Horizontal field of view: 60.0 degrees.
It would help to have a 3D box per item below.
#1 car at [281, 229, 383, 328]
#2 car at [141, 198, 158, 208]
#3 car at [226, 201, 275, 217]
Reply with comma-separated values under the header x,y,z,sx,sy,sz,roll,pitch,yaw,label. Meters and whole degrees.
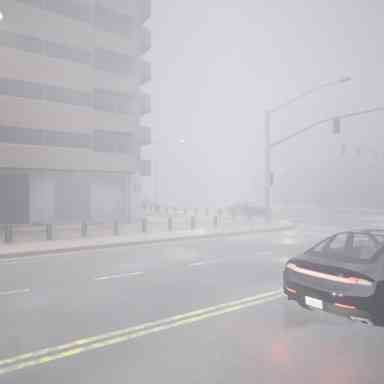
x,y,z,sx,sy,sz,roll,pitch,yaw,label
3.876,1.492,6.511,4.902,1.511,2.128,0,0,-35,car
-6.801,1.545,48.429,1.895,1.301,4.718,0,0,-34,car
5.367,1.545,30.952,1.895,1.301,4.718,0,0,-35,car
